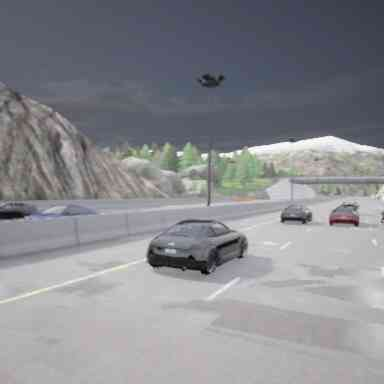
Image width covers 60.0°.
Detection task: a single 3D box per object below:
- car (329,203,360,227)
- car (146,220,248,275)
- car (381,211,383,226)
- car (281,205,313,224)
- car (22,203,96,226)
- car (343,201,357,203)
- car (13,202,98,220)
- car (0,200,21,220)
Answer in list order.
[{"bbox_3d":[11.625,1.773,25.291,1.994,1.385,4.181,1,0,27],"label":"car"},{"bbox_3d":[0.348,1.586,10.762,1.994,1.385,4.181,1,0,27],"label":"car"},{"bbox_3d":[15.600,1.866,25.381,1.895,1.301,4.718,1,0,27],"label":"car"},{"bbox_3d":[8.516,1.732,26.879,1.994,1.385,4.181,1,0,27],"label":"car"},{"bbox_3d":[-9.171,1.514,23.322,1.895,1.301,4.718,1,0,27],"label":"car"},{"bbox_3d":[18.191,1.820,38.308,2.128,1.511,4.902,1,0,27],"label":"car"},{"bbox_3d":[-7.371,1.456,19.081,1.812,1.442,4.674,1,0,27],"label":"car"},{"bbox_3d":[-13.163,1.348,23.170,2.128,1.511,4.902,1,0,27],"label":"car"}]
